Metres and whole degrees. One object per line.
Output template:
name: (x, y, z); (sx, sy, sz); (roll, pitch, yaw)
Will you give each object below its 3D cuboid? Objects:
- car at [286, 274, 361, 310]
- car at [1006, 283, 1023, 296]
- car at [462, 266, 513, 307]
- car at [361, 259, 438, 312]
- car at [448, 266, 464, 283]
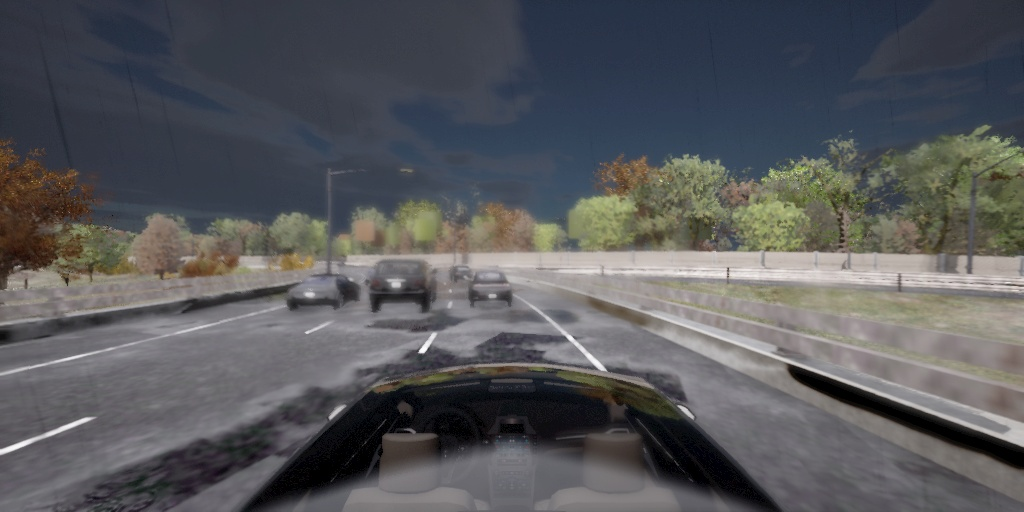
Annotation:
car: (-8.074, 1.484, 15.816); (1.994, 1.385, 4.181); (0, -1, -8)
car: (39.051, 2.182, 25.444); (5.008, 1.535, 1.882); (3, 1, 29)
car: (-1.127, 1.414, 16.694); (2.128, 1.511, 4.902); (0, -1, -8)
car: (-4.456, 1.135, 15.358); (2.150, 2.045, 5.566); (0, 0, -8)
car: (-4.646, 1.635, 32.939); (1.812, 1.442, 4.674); (0, 0, -17)
